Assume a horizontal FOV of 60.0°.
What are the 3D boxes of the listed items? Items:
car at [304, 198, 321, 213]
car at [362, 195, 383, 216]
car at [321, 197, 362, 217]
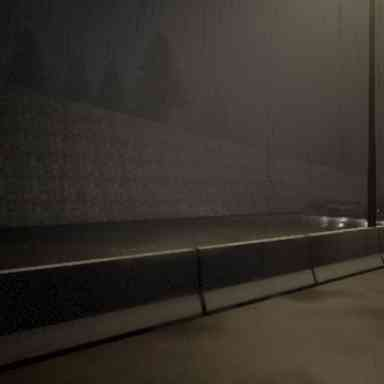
[{"bbox_3d":[13.828,1.331,35.139,4.902,1.511,2.128,0,0,-35],"label":"car"},{"bbox_3d":[17.772,1.211,29.356,5.566,2.045,2.150,0,0,-35],"label":"car"},{"bbox_3d":[14.791,1.479,31.547,5.008,1.535,1.882,0,0,-35],"label":"car"}]
